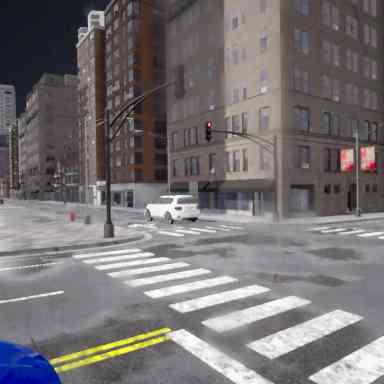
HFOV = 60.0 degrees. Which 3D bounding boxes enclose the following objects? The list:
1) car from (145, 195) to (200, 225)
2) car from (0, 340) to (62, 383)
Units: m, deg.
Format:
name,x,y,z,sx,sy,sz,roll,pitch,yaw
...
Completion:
name,x,y,z,sx,sy,sz,roll,pitch,yaw
car,-1.581,1.273,25.164,2.150,2.045,5.566,-1,1,-33
car,-3.096,1.476,1.240,5.008,1.535,1.882,0,0,-35
